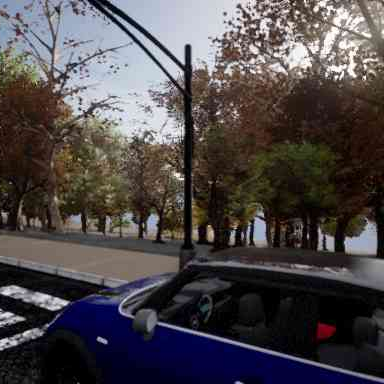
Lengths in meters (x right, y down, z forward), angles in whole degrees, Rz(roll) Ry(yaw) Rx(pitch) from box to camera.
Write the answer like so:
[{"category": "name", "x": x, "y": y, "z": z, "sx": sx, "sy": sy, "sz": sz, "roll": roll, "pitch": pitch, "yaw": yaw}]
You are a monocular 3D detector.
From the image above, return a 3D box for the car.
[{"category": "car", "x": 0.528, "y": 1.361, "z": 3.301, "sx": 4.553, "sy": 1.767, "sz": 2.097, "roll": -1, "pitch": 0, "yaw": 35}]
